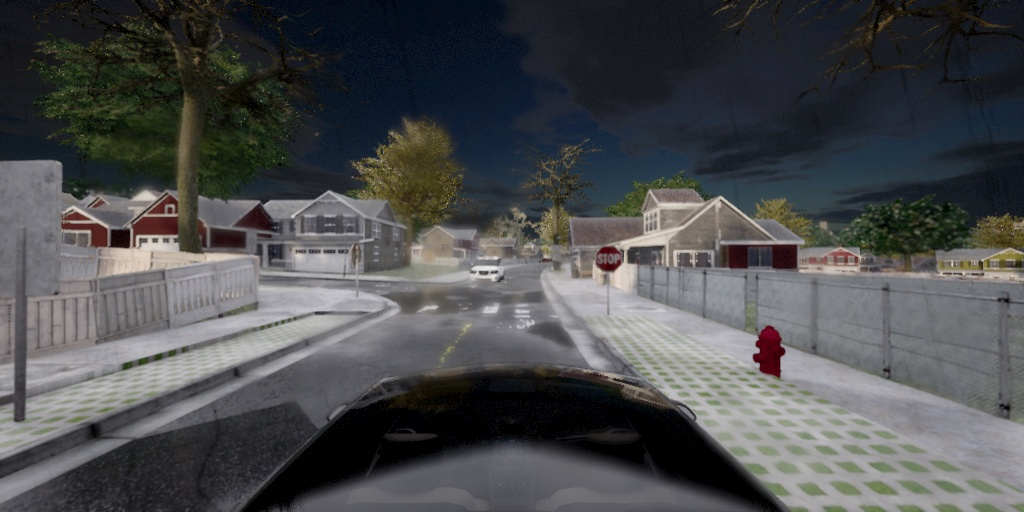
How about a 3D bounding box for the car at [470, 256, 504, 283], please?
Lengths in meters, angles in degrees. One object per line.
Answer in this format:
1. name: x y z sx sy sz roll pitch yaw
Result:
1. car: -1.835 1.087 28.090 2.150 2.045 5.566 0 2 4
